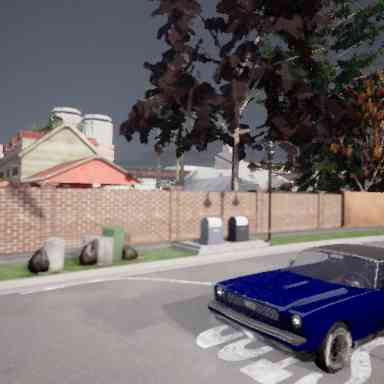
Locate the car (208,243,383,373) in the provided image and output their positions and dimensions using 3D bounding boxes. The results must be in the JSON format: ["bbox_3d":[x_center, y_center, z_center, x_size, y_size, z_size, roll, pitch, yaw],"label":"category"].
[{"bbox_3d":[2.600,1.658,5.808,4.718,1.301,1.895,1,0,-35],"label":"car"}]
